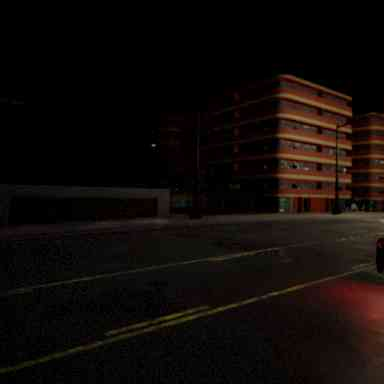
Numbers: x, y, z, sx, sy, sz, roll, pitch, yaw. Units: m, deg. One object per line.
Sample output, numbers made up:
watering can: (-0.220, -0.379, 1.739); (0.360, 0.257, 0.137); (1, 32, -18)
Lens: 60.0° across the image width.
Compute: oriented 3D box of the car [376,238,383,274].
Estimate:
car: (6.775, 1.424, 8.709); (5.008, 1.535, 1.882); (0, 0, -36)
